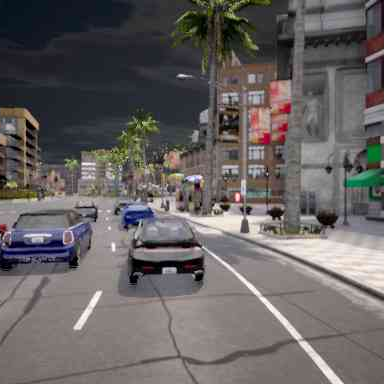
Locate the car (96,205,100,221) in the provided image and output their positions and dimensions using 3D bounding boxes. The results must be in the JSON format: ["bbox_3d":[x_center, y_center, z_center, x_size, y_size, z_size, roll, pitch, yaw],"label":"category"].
[{"bbox_3d":[-8.534,1.498,26.752,2.128,1.511,4.902,0,0,-15],"label":"car"}]

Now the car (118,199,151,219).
[{"bbox_3d":[-3.651,1.483,21.979,1.882,1.535,5.008,0,0,-14],"label":"car"}]

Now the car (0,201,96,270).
[{"bbox_3d":[-4.701,1.356,11.369,2.097,1.767,4.553,0,0,-11],"label":"car"}]

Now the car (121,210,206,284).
[{"bbox_3d":[-0.832,1.495,9.644,2.128,1.511,4.902,0,0,-8],"label":"car"}]

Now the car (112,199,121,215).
[{"bbox_3d":[-7.137,1.513,34.577,1.837,1.490,4.892,0,0,-15],"label":"car"}]
